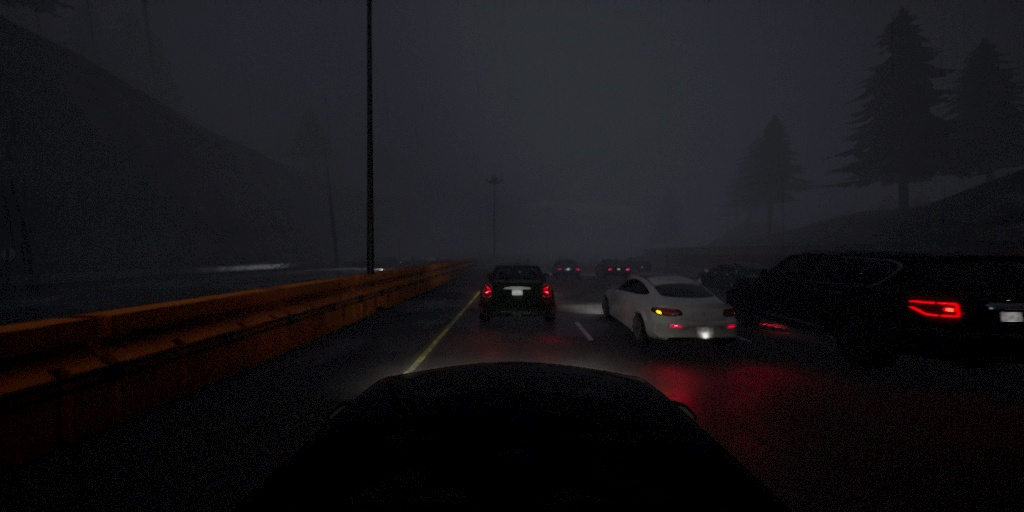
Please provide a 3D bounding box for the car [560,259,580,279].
[{"bbox_3d":[4.089,0.949,27.474,2.033,1.411,5.357,0,1,4],"label":"car"}]

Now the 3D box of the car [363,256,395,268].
[{"bbox_3d":[-15.444,0.713,43.832,2.033,1.411,5.357,0,1,9],"label":"car"}]

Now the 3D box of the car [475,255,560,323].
[{"bbox_3d":[0.173,0.966,11.623,2.097,1.767,4.553,0,1,1],"label":"car"}]

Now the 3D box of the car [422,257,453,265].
[{"bbox_3d":[-8.549,0.789,42.519,1.895,1.301,4.718,0,1,9],"label":"car"}]

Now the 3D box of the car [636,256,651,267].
[{"bbox_3d":[11.676,0.795,33.911,1.882,1.535,5.008,0,1,6],"label":"car"}]

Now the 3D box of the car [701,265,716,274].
[{"bbox_3d":[10.763,1.048,17.362,1.837,1.490,4.892,0,1,1],"label":"car"}]

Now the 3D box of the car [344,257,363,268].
[{"bbox_3d":[-18.824,0.752,44.743,1.895,1.301,4.718,0,1,9],"label":"car"}]

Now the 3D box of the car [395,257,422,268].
[{"bbox_3d":[-11.912,0.771,43.628,1.895,1.301,4.718,0,1,9],"label":"car"}]

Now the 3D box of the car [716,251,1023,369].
[{"bbox_3d":[7.109,0.896,7.750,2.150,2.045,5.566,0,1,1],"label":"car"}]

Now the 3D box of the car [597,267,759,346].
[{"bbox_3d":[3.629,1.179,8.961,1.812,1.442,4.674,0,1,1],"label":"car"}]

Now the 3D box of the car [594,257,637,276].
[{"bbox_3d":[7.590,0.951,27.435,2.033,1.411,5.357,0,1,4],"label":"car"}]
